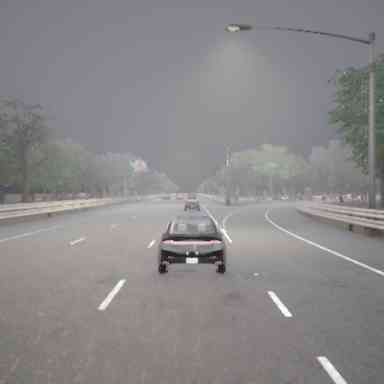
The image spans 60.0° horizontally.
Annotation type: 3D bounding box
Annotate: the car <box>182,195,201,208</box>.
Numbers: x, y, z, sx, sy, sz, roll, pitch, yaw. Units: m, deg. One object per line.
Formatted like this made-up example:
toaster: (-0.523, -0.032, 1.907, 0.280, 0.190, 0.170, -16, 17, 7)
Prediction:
car: (0.019, 1.523, 42.179, 1.812, 1.442, 4.674, 0, 0, 0)

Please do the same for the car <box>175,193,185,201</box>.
car: (-3.461, 1.656, 89.091, 1.895, 1.301, 4.718, 0, 0, 0)

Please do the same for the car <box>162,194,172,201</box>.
car: (-6.961, 1.537, 88.646, 1.882, 1.535, 5.008, 0, 0, 0)

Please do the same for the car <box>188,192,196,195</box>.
car: (0.035, 1.274, 81.529, 2.150, 2.045, 5.566, 0, 0, 0)

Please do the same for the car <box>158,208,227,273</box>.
car: (0.005, 1.491, 10.670, 2.128, 1.511, 4.902, 0, 0, 0)

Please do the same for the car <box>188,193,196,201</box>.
car: (0.039, 1.287, 89.507, 2.150, 2.045, 5.566, 0, 0, 0)
